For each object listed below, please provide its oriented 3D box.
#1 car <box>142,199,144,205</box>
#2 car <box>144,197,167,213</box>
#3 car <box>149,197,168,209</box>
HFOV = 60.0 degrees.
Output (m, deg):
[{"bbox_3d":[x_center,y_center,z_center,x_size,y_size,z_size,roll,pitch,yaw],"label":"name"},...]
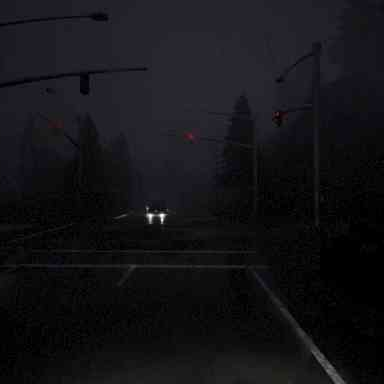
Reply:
[{"bbox_3d":[-7.280,1.526,56.566,1.812,1.442,4.674,0,0,-20],"label":"car"},{"bbox_3d":[-3.776,1.547,37.062,2.033,1.411,5.357,0,0,-1],"label":"car"},{"bbox_3d":[-4.778,1.492,46.836,2.128,1.511,4.902,0,0,-11],"label":"car"}]
